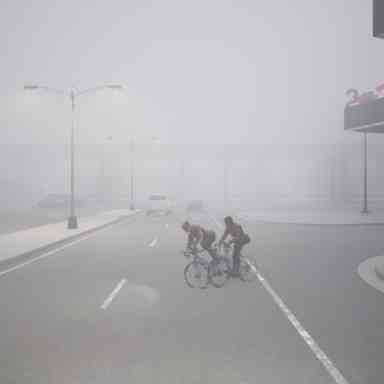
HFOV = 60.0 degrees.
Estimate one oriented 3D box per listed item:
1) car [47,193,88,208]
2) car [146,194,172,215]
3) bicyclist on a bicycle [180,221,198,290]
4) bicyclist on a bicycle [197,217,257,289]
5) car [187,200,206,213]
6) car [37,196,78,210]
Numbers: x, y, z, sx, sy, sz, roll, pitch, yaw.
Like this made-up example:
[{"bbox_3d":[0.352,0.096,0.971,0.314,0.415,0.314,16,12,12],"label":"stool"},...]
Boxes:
[{"bbox_3d":[-17.352,1.216,45.960,5.566,2.045,2.150,0,0,1],"label":"car"},{"bbox_3d":[-3.248,1.220,33.517,2.150,2.045,5.566,0,0,0],"label":"car"},{"bbox_3d":[0.284,1.424,8.177,1.656,1.620,0.582,-20,-11,-36],"label":"bicyclist on a bicycle"},{"bbox_3d":[1.008,1.432,8.078,1.656,1.620,0.582,5,-9,-38],"label":"bicyclist on a bicycle"},{"bbox_3d":[0.509,1.546,37.270,2.033,1.411,5.357,0,0,6],"label":"car"},{"bbox_3d":[-17.258,1.523,41.977,4.674,1.442,1.812,0,-1,16],"label":"car"}]
